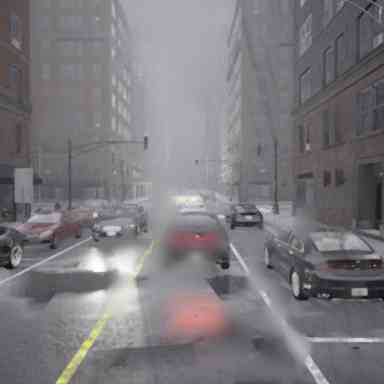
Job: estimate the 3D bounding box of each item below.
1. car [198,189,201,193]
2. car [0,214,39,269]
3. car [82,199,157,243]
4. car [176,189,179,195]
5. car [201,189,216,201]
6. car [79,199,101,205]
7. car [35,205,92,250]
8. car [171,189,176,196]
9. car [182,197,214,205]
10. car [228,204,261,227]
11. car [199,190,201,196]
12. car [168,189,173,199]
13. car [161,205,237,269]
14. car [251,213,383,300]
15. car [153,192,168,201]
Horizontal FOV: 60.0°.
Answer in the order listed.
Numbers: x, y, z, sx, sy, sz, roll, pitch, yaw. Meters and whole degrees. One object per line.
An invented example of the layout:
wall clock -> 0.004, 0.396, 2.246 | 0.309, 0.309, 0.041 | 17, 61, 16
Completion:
car -> 2.985, 0.441, 77.575 | 1.967, 1.590, 4.097 | 0, 1, 0
car -> -5.664, 1.454, 7.860 | 1.947, 1.339, 4.313 | 0, 1, 0
car -> -3.034, 1.280, 15.051 | 2.128, 1.511, 4.902 | 0, 1, 0
car -> -5.499, 0.148, 93.816 | 2.192, 1.841, 5.009 | 0, 1, 0
car -> 2.930, 0.694, 55.940 | 1.967, 1.590, 4.097 | 0, 1, 0
car -> -5.656, 1.176, 18.860 | 1.967, 1.590, 4.097 | 0, 1, 0
car -> -5.660, 1.394, 13.361 | 1.802, 1.307, 4.206 | 0, 1, 0
car -> -5.526, 0.470, 82.832 | 1.752, 1.417, 4.829 | 0, 1, 0
car -> 0.097, 1.250, 19.669 | 1.812, 1.442, 4.674 | 0, 1, -1
car -> 2.869, 1.302, 18.855 | 1.947, 1.339, 4.313 | 0, 1, 0
car -> 2.959, 0.674, 66.759 | 2.008, 1.369, 4.403 | 0, 1, 0
car -> -5.566, 0.674, 66.777 | 2.008, 1.369, 4.403 | 0, 1, 0
car -> 0.106, 1.353, 10.527 | 1.837, 1.490, 4.892 | 0, 0, 0
car -> 2.861, 1.439, 7.853 | 2.008, 1.369, 4.403 | 0, 1, 0
car -> -5.594, 0.836, 55.962 | 1.802, 1.307, 4.206 | 0, 1, 0
